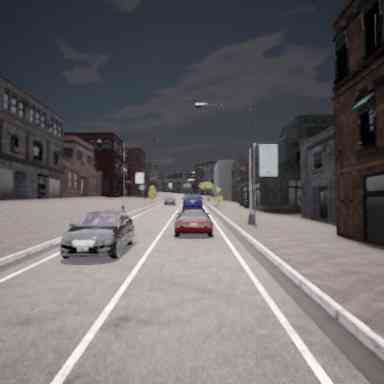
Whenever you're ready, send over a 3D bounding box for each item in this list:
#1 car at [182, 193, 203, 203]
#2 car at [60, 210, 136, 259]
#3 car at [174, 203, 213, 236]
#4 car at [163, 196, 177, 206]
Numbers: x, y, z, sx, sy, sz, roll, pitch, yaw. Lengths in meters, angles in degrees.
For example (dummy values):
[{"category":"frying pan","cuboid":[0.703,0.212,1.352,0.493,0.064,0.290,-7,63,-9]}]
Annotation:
[{"category":"car","cuboid":[0.070,1.176,36.688,2.150,2.045,5.566,0,0,0]},{"category":"car","cuboid":[-3.345,1.475,12.581,2.128,1.511,4.902,0,0,0]},{"category":"car","cuboid":[0.089,1.534,18.124,1.994,1.385,4.181,0,0,0]},{"category":"car","cuboid":[-3.566,1.478,54.570,1.837,1.490,4.892,0,0,0]}]
